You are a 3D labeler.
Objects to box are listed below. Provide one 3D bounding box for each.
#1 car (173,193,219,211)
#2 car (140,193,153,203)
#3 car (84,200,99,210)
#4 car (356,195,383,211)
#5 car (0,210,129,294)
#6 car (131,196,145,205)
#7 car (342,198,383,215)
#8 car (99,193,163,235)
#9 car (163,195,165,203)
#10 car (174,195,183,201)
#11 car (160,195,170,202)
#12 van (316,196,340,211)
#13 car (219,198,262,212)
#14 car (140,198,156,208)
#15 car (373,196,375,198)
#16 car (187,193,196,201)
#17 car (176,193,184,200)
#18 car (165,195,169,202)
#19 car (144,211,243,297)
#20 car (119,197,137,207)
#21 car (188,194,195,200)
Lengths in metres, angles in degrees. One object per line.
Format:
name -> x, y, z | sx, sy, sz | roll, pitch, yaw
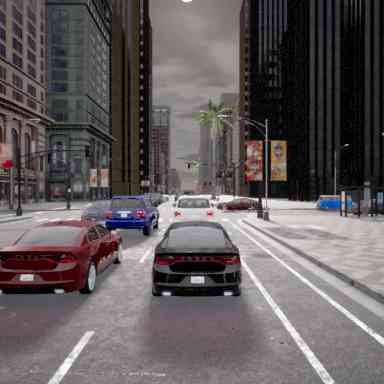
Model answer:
car -> 0.086, 1.221, 18.607 | 2.150, 2.045, 5.566 | 0, 0, 0
car -> -9.810, 1.229, 71.911 | 2.150, 2.045, 5.566 | 0, 0, 0
car -> -6.497, 1.352, 24.844 | 2.097, 1.767, 4.553 | 0, 0, 7
car -> 22.710, 1.284, 39.846 | 5.009, 1.841, 2.192 | 0, 0, 0
car -> -3.157, 1.477, 8.800 | 1.882, 1.535, 5.008 | 0, 0, 0
car -> -9.863, 1.528, 61.513 | 1.812, 1.442, 4.674 | 0, 0, 0
car -> 17.044, 1.548, 31.316 | 4.403, 1.369, 2.008 | 0, 0, 0
car -> -3.194, 1.221, 18.664 | 2.150, 2.045, 5.566 | 0, 0, 2
car -> -6.621, 1.224, 60.388 | 2.150, 2.045, 5.566 | 0, 0, 1
car -> -3.318, 1.496, 81.677 | 1.837, 1.490, 4.892 | 0, 0, 0
car -> -6.566, 1.529, 80.654 | 2.128, 1.511, 4.902 | 0, 0, 0
van -> 17.033, 1.314, 39.840 | 3.998, 1.788, 1.690 | 0, 0, 0
car -> 5.466, 1.466, 38.175 | 5.008, 1.535, 1.882 | 0, 0, 14
car -> -6.620, 1.602, 50.620 | 1.895, 1.301, 4.718 | 0, 0, -1
car -> 21.675, 1.482, 37.184 | 4.892, 1.490, 1.837 | 0, 0, 0
car -> -0.068, 1.222, 82.127 | 2.150, 2.045, 5.566 | 0, 0, 0
car -> -3.326, 1.193, 92.067 | 2.097, 1.767, 4.553 | 0, 0, 0
car -> -6.558, 1.598, 70.459 | 1.895, 1.301, 4.718 | 0, 0, 0
car -> 0.092, 1.477, 8.648 | 1.882, 1.535, 5.008 | 0, 0, 0
car -> -9.926, 1.493, 51.868 | 2.128, 1.511, 4.902 | 0, 0, -3
car -> -0.076, 1.395, 92.516 | 2.033, 1.411, 5.357 | 0, 0, 0
